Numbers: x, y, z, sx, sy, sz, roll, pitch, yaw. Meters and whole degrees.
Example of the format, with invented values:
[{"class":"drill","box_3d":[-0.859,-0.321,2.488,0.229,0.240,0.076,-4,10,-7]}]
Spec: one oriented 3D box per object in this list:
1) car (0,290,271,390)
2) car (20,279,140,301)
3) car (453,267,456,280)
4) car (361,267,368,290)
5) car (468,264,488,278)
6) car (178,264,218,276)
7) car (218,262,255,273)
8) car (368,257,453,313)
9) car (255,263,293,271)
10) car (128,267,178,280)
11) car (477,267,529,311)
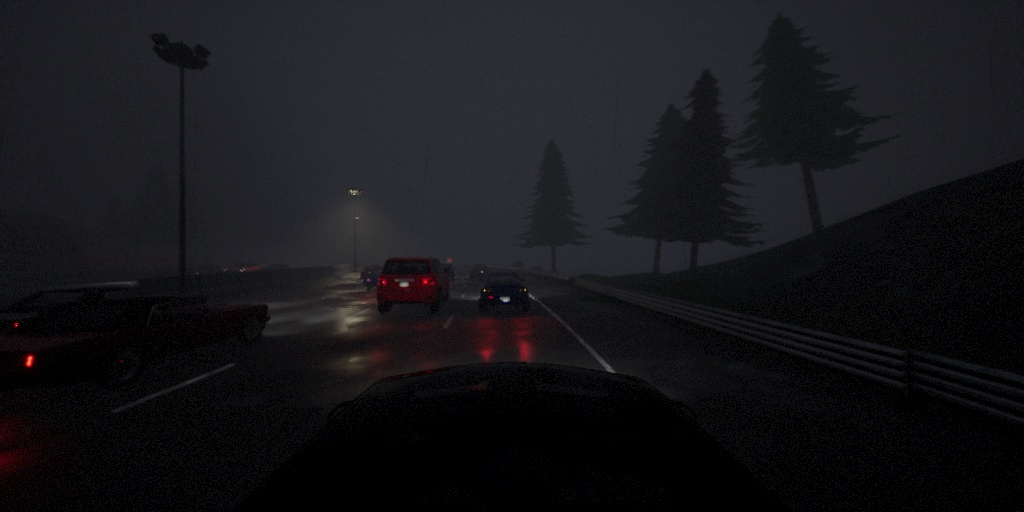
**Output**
[{"class":"car","box_3d":[-6.993,1.424,6.953,1.895,1.301,4.718,0,0,-2]},{"class":"car","box_3d":[-10.575,1.459,9.364,1.895,1.301,4.718,0,0,-3]},{"class":"car","box_3d":[-6.278,1.449,33.361,1.837,1.490,4.892,0,0,-10]},{"class":"car","box_3d":[-8.388,1.514,24.116,1.895,1.301,4.718,0,0,-8]},{"class":"car","box_3d":[-3.306,1.501,36.513,1.994,1.385,4.181,0,0,-11]},{"class":"car","box_3d":[-32.671,1.651,38.212,1.837,1.490,4.892,0,0,-14]},{"class":"car","box_3d":[-29.284,1.480,39.067,2.097,1.767,4.553,0,0,-14]},{"class":"car","box_3d":[-3.867,1.061,14.798,2.150,2.045,5.566,0,0,-5]},{"class":"car","box_3d":[-25.746,1.582,39.359,1.882,1.535,5.008,0,0,-14]},{"class":"car","box_3d":[-35.718,1.757,36.054,1.895,1.301,4.718,0,0,-13]},{"class":"car","box_3d":[-0.397,1.340,14.787,1.812,1.442,4.674,0,0,-4]}]
